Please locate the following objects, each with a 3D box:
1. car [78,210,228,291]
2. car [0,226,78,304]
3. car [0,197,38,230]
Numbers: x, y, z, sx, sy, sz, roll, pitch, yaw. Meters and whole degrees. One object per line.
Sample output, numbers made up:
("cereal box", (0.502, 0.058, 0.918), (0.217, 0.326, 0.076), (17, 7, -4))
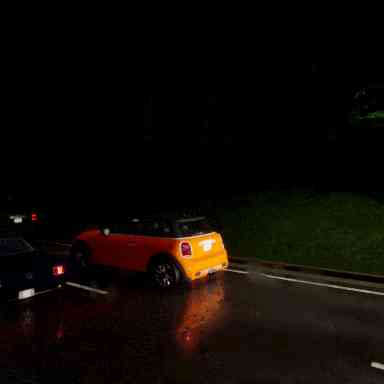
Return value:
("car", (-1.355, 1.352, 9.263), (4.553, 1.767, 2.097), (0, 0, 36))
("car", (-4.881, 1.601, 7.476), (4.718, 1.301, 1.895), (0, 0, 35))
("car", (-9.102, 1.222, 14.788), (5.566, 2.045, 2.150), (0, 0, 36))
